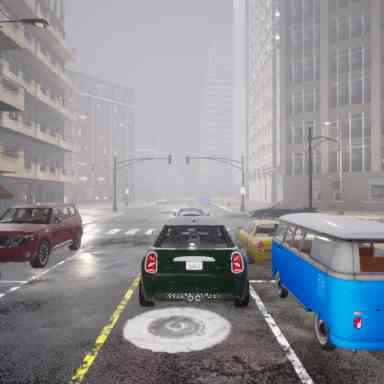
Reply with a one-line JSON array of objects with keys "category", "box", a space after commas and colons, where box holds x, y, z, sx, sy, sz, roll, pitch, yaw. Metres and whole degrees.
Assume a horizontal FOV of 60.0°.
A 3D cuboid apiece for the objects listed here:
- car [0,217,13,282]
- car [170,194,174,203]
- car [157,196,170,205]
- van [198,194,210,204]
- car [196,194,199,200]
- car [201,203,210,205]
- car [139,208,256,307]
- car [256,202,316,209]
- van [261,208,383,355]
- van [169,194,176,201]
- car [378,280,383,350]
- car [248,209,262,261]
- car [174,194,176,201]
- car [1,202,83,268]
[{"category": "car", "box": [-5.320, 1.442, 5.906, 1.967, 1.590, 4.097, 0, 0, 0]}, {"category": "car", "box": [-5.441, 1.561, 71.549, 1.967, 1.590, 4.097, 0, 0, 0]}, {"category": "car", "box": [-5.420, 1.613, 60.273, 1.752, 1.417, 4.829, 0, 0, 0]}, {"category": "van", "box": [2.460, 1.429, 60.458, 1.690, 1.788, 3.998, 0, 0, 0]}, {"category": "car", "box": [2.419, 1.704, 82.667, 1.887, 1.381, 4.507, 0, 0, 0]}, {"category": "car", "box": [-0.031, 1.536, 17.190, 1.812, 1.442, 4.674, 0, 0, 0]}, {"category": "car", "box": [0.049, 1.355, 8.147, 2.097, 1.767, 4.553, 0, 0, 0]}, {"category": "car", "box": [7.090, 1.476, 26.071, 5.357, 1.411, 2.033, 0, 0, -2]}, {"category": "van", "box": [2.561, 1.343, 5.927, 1.690, 1.788, 3.998, 0, 0, 0]}, {"category": "van", "box": [-5.481, 1.541, 93.757, 1.690, 1.788, 3.998, 0, 0, 0]}, {"category": "car", "box": [2.569, 1.526, 0.563, 1.752, 1.417, 4.829, 0, 0, 0]}, {"category": "car", "box": [2.549, 1.531, 11.633, 1.752, 1.417, 4.829, 0, 0, 0]}, {"category": "car", "box": [-5.452, 1.705, 77.101, 1.947, 1.339, 4.313, 0, 0, 0]}, {"category": "car", "box": [-5.329, 1.320, 11.442, 2.192, 1.841, 5.009, 0, 0, 0]}]
